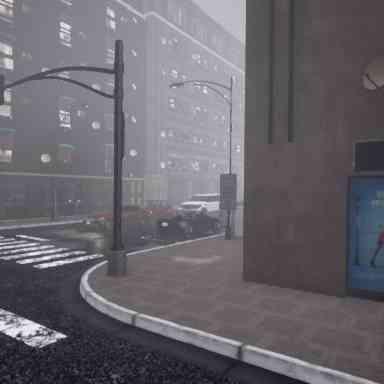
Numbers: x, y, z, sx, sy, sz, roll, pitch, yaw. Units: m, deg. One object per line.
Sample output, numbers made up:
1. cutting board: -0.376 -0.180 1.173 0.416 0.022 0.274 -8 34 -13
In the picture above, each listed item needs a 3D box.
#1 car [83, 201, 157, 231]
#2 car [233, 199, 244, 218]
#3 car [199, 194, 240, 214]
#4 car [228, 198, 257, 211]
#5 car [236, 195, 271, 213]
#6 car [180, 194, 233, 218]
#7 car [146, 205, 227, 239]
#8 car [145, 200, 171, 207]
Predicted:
1. car: -4.569 1.487 20.829 1.812 1.442 4.674 1 1 35
2. car: 5.017 1.490 29.381 1.837 1.490 4.892 1 1 35
3. car: 3.041 1.224 35.996 2.192 1.841 5.009 1 1 35
4. car: 6.242 1.483 40.576 1.802 1.307 4.206 1 1 35
5. car: 6.961 1.289 37.281 2.097 1.767 4.553 1 1 35
6. car: 1.096 1.171 28.919 2.150 2.045 5.566 1 1 35
7. car: -0.117 1.599 17.746 1.947 1.339 4.313 1 1 35
8. car: -3.368 1.362 26.841 1.967 1.590 4.097 1 1 35
